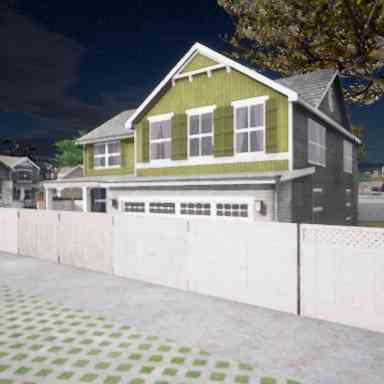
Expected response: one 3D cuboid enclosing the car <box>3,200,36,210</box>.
[{"bbox_3d":[-17.907,1.595,33.169,1.837,1.490,4.892,0,0,18],"label":"car"}]
